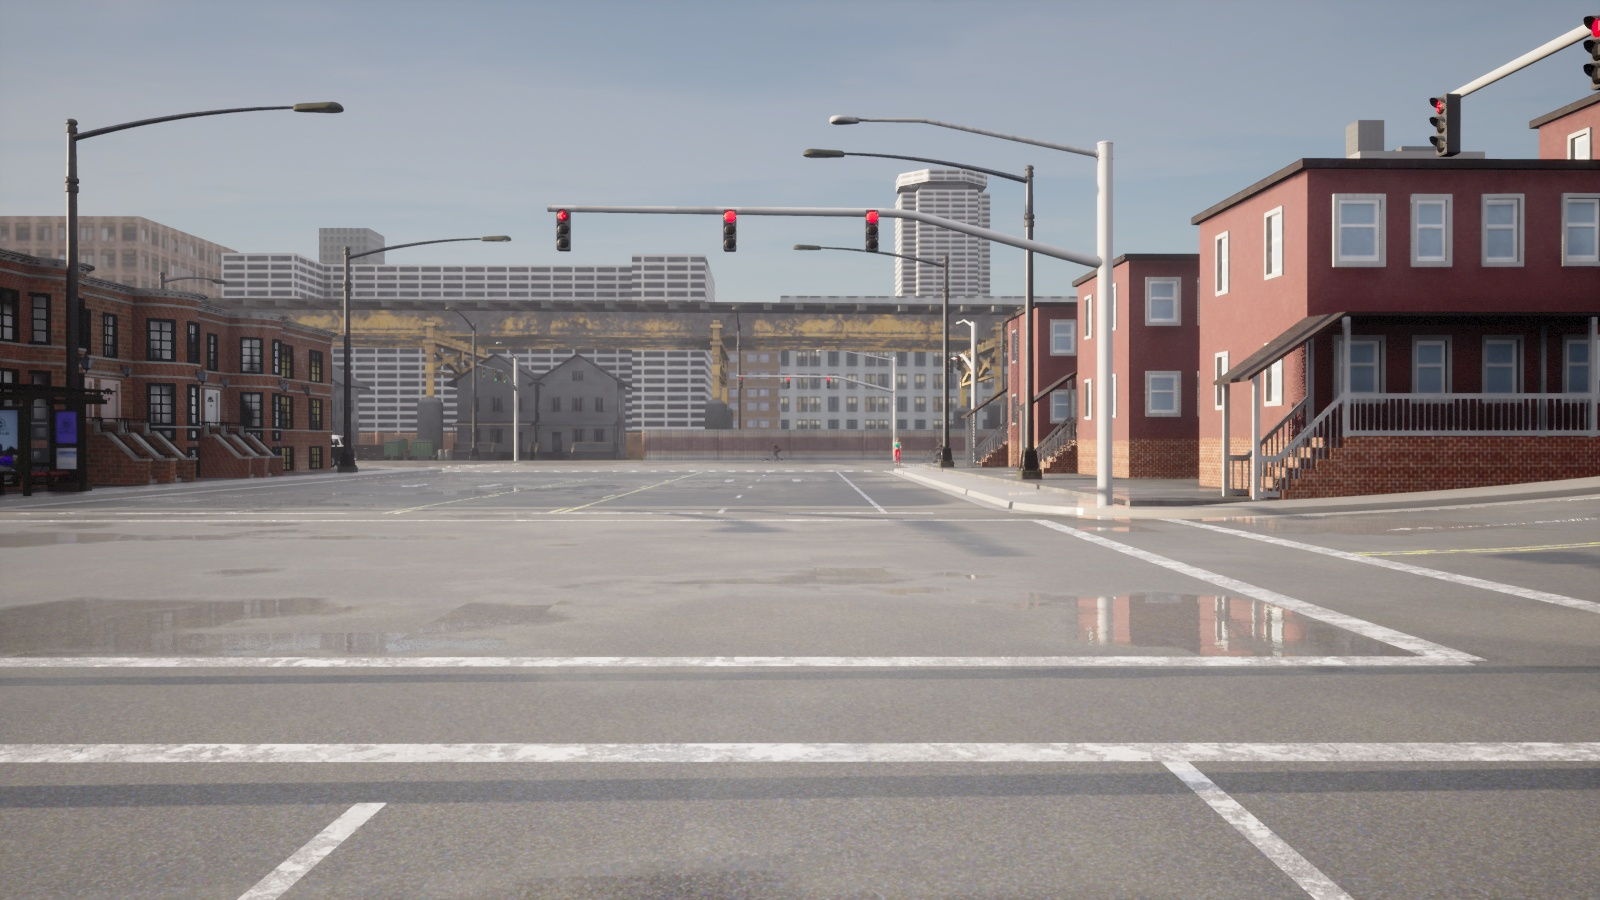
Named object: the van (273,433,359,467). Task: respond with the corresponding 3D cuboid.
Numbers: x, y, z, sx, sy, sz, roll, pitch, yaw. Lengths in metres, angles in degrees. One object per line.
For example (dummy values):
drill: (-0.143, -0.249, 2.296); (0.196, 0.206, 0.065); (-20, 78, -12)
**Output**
van: (-29.763, 0.010, 77.297); (4.480, 2.038, 2.069); (0, 0, 0)
